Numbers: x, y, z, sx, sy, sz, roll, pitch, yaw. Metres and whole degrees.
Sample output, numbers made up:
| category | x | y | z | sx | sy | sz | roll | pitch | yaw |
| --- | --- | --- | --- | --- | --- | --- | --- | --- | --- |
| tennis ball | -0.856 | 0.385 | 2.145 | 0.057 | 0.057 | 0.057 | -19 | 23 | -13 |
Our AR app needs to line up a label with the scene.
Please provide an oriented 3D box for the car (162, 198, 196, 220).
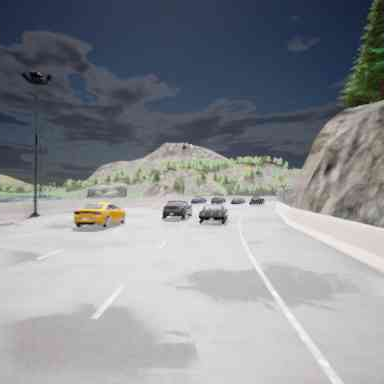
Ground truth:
| category | x | y | z | sx | sy | sz | roll | pitch | yaw |
| --- | --- | --- | --- | --- | --- | --- | --- | --- | --- |
| car | -1.171 | 1.484 | 28.157 | 1.837 | 1.490 | 4.892 | 0 | 0 | 10 |

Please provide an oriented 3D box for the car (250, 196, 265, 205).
| category | x | y | z | sx | sy | sz | roll | pitch | yaw |
| --- | --- | --- | --- | --- | --- | --- | --- | --- | --- |
| car | 12.506 | 1.521 | 63.323 | 2.097 | 1.767 | 4.553 | 1 | 0 | 23 |

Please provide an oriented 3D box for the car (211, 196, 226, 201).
| category | x | y | z | sx | sy | sz | roll | pitch | yaw |
| --- | --- | --- | --- | --- | --- | --- | --- | --- | --- |
| car | 5.175 | 1.556 | 63.930 | 2.128 | 1.511 | 4.902 | 1 | 0 | 22 |

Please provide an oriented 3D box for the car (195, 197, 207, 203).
| category | x | y | z | sx | sy | sz | roll | pitch | yaw |
| --- | --- | --- | --- | --- | --- | --- | --- | --- | --- |
| car | 1.455 | 1.575 | 63.957 | 1.994 | 1.385 | 4.181 | 1 | 0 | 22 |

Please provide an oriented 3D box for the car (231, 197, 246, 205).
| category | x | y | z | sx | sy | sz | roll | pitch | yaw |
| --- | --- | --- | --- | --- | --- | --- | --- | --- | --- |
| car | 8.948 | 1.682 | 63.852 | 1.994 | 1.385 | 4.181 | 1 | 0 | 23 |

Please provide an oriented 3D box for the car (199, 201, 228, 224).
| category | x | y | z | sx | sy | sz | roll | pitch | yaw |
| --- | --- | --- | --- | --- | --- | --- | --- | --- | --- |
| car | 1.738 | 1.622 | 25.438 | 1.895 | 1.301 | 4.718 | 1 | 0 | 9 |

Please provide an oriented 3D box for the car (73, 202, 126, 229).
| category | x | y | z | sx | sy | sz | roll | pitch | yaw |
| --- | --- | --- | --- | --- | --- | --- | --- | --- | --- |
| car | -5.710 | 1.393 | 21.245 | 1.882 | 1.535 | 5.008 | 0 | 0 | 7 |
